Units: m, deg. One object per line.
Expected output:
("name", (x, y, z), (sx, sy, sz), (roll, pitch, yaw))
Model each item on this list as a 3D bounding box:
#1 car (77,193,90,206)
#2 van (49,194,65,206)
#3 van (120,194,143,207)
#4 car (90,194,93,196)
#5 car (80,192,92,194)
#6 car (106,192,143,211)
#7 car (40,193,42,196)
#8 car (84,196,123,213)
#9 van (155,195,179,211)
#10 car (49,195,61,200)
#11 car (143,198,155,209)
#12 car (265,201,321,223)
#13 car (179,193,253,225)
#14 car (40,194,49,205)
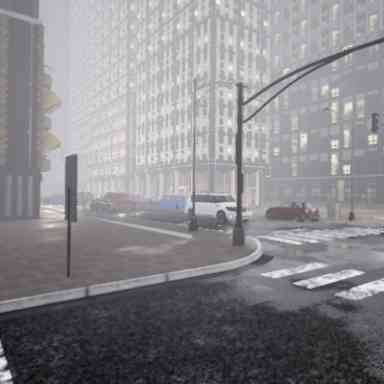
("car", (-17.818, 1.269, 51.014), (2.128, 1.511, 4.902), (1, -1, -35))
("van", (-18.950, 1.133, 47.965), (1.690, 1.788, 3.998), (1, -1, -35))
("van", (-8.847, 1.259, 48.211), (1.690, 1.788, 3.998), (1, -1, -35))
("car", (-12.972, 1.368, 49.460), (2.128, 1.511, 4.902), (1, -1, -35))
("car", (-18.764, 1.087, 57.534), (2.150, 2.045, 5.566), (1, -1, -35))
("car", (-8.014, 1.067, 37.045), (2.150, 2.045, 5.566), (1, 0, -35))
("car", (-28.760, 1.092, 61.782), (2.192, 1.841, 5.009), (1, -1, -35))
("car", (-9.142, 1.363, 34.146), (2.008, 1.369, 4.403), (1, -1, -35))
("van", (-2.307, 1.273, 38.999), (1.690, 1.788, 3.998), (1, -1, -35))
("car", (-35.013, 1.462, 85.053), (1.802, 1.307, 4.206), (1, -1, -35))
("car", (-5.579, 1.475, 43.603), (2.008, 1.369, 4.403), (1, -1, -35))
("car", (7.503, 1.395, 25.181), (1.967, 1.590, 4.097), (1, -1, -35))
("car", (1.721, 1.092, 23.328), (2.150, 2.045, 5.566), (1, -1, -35))
("car", (-22.223, 1.368, 52.569), (1.802, 1.307, 4.206), (1, -1, -35))
